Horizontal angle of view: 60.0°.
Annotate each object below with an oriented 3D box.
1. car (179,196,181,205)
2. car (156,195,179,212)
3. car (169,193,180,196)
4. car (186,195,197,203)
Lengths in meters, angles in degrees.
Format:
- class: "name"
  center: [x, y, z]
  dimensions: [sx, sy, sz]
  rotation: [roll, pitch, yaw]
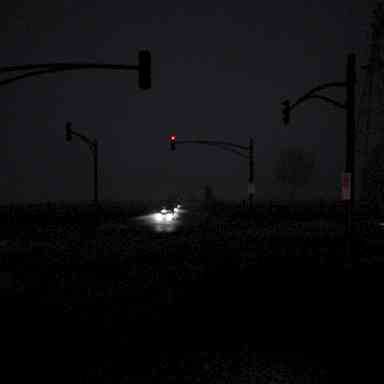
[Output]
- class: "car"
  center: [-2.993, 1.577, 47.416]
  dimensions: [1.895, 1.301, 4.718]
  rotation: [0, 0, 0]
- class: "car"
  center: [-2.946, 1.471, 37.600]
  dimensions: [2.128, 1.511, 4.902]
  rotation: [0, 0, 0]
- class: "car"
  center: [-3.036, 1.195, 57.768]
  dimensions: [2.150, 2.045, 5.566]
  rotation: [0, 0, 0]
- class: "car"
  center: [-0.142, 1.324, 66.555]
  dimensions: [2.097, 1.767, 4.553]
  rotation: [0, 0, -1]
